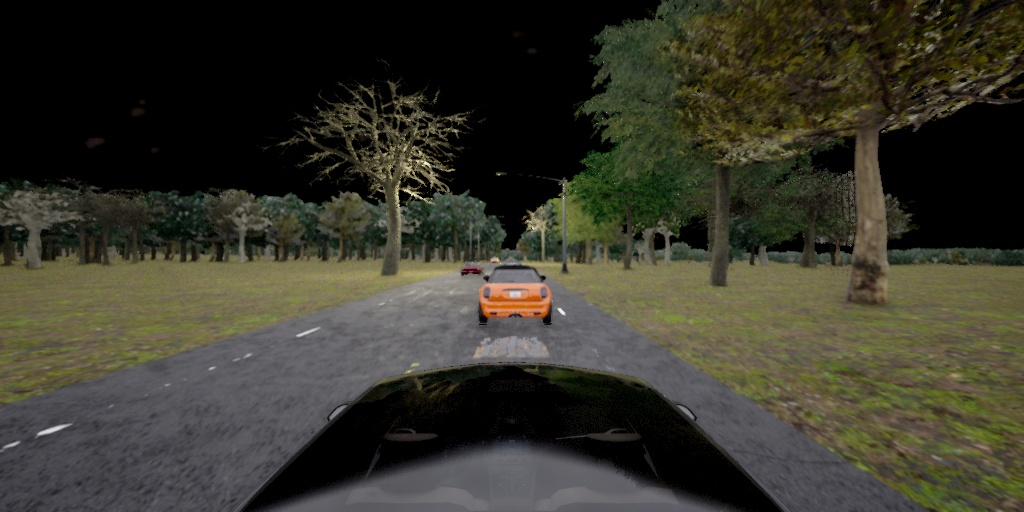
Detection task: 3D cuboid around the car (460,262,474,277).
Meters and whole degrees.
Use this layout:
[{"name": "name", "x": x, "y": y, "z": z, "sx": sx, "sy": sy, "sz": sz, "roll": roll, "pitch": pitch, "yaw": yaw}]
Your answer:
[{"name": "car", "x": -3.635, "y": 1.229, "z": 33.439, "sx": 1.895, "sy": 1.301, "sz": 4.718, "roll": 0, "pitch": 0, "yaw": 0}]

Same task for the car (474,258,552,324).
[{"name": "car", "x": 0.089, "y": 1.056, "z": 11.929, "sx": 2.097, "sy": 1.767, "sz": 4.553, "roll": 0, "pitch": 0, "yaw": 0}]
